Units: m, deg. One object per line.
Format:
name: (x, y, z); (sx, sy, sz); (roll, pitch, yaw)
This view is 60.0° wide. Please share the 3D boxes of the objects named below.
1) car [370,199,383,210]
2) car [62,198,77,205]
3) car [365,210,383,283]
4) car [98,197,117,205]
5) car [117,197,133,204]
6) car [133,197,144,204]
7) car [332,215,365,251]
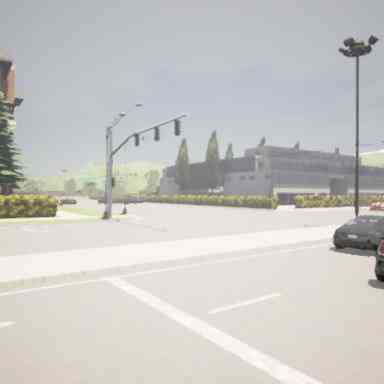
car: (26.819, 1.724, 46.280); (4.553, 1.767, 2.097); (1, 0, -35)
car: (-23.072, 1.726, 62.705); (1.994, 1.385, 4.181); (1, 0, -34)
car: (6.784, 1.430, 8.546); (4.553, 1.767, 2.097); (1, 0, -33)
car: (-17.427, 1.717, 66.850); (1.837, 1.490, 4.892); (1, 0, -34)
car: (-14.771, 1.766, 69.172); (2.128, 1.511, 4.902); (1, 0, -34)
car: (-11.962, 1.819, 71.268); (1.994, 1.385, 4.181); (1, 0, -34)
car: (7.701, 1.674, 13.854); (4.181, 1.385, 1.994); (0, 0, -37)
